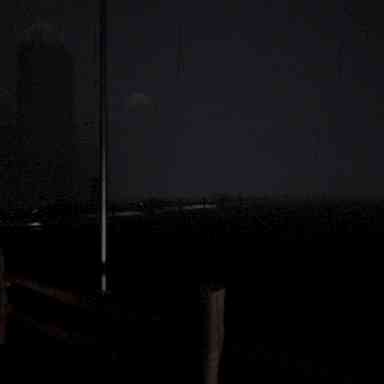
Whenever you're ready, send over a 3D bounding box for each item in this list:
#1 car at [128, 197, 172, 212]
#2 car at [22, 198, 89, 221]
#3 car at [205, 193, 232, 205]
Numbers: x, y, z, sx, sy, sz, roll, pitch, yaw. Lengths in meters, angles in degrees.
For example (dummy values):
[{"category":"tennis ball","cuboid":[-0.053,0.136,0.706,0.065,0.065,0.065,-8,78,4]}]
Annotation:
[{"category":"car","cuboid":[-4.162,1.203,33.363,1.895,1.301,4.718,1,1,35]},{"category":"car","cuboid":[-10.097,1.228,24.929,1.882,1.535,5.008,1,1,35]},{"category":"car","cuboid":[3.585,0.906,44.336,2.128,1.511,4.902,1,1,35]}]
